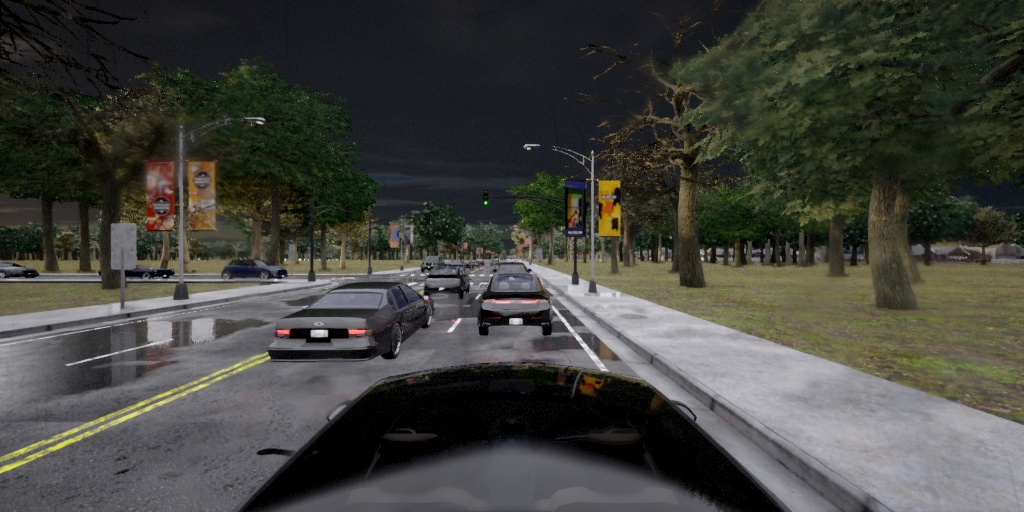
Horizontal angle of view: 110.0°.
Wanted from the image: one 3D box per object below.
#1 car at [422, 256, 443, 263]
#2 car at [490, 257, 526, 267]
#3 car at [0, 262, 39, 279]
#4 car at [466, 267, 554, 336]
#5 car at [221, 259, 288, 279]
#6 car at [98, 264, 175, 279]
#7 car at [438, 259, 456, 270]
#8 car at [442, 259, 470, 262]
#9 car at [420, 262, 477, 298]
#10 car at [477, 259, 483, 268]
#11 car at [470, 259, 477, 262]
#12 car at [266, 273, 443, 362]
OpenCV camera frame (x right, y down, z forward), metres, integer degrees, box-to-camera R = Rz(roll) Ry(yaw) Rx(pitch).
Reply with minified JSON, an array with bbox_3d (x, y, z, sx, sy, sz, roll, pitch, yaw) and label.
[{"bbox_3d":[-9.948,0.989,45.447,2.150,2.045,5.566,0,0,0],"label":"car"},{"bbox_3d":[0.018,1.105,19.676,2.097,1.767,4.553,0,0,0],"label":"car"},{"bbox_3d":[-42.583,1.217,29.820,4.892,1.490,1.837,0,0,0],"label":"car"},{"bbox_3d":[0.079,1.243,10.408,2.128,1.511,4.902,0,0,0],"label":"car"},{"bbox_3d":[-21.317,1.088,29.867,4.553,1.767,2.097,0,0,-1],"label":"car"},{"bbox_3d":[-31.092,1.325,29.831,4.718,1.301,1.895,0,0,0],"label":"car"},{"bbox_3d":[-9.980,1.253,55.432,1.882,1.535,5.008,0,0,0],"label":"car"},{"bbox_3d":[-6.707,1.313,43.661,2.033,1.411,5.357,0,0,0],"label":"car"},{"bbox_3d":[-3.184,1.246,18.275,2.128,1.511,4.902,0,0,-2],"label":"car"},{"bbox_3d":[-6.722,1.349,63.261,1.994,1.385,4.181,0,0,1],"label":"car"},{"bbox_3d":[-6.727,1.374,53.249,1.895,1.301,4.718,0,0,0],"label":"car"},{"bbox_3d":[-3.157,1.298,8.297,2.033,1.411,5.357,0,0,-1],"label":"car"}]
